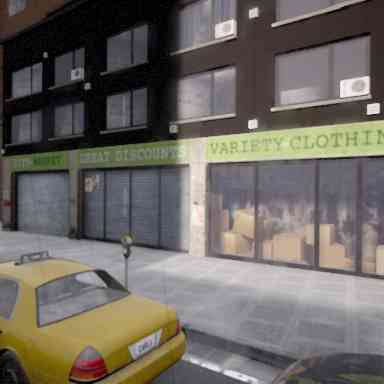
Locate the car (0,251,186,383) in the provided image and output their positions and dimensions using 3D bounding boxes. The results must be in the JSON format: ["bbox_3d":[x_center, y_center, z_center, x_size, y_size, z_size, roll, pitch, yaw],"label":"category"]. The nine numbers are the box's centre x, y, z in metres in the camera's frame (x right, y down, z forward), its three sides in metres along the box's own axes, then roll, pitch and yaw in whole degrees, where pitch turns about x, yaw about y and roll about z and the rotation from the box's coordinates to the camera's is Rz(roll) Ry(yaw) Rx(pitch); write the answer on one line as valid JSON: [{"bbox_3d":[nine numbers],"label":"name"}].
[{"bbox_3d":[-2.372,1.521,4.711,4.829,1.417,1.752,0,1,35],"label":"car"}]

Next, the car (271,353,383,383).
[{"bbox_3d":[2.365,1.552,1.441,4.403,1.369,2.008,0,1,35],"label":"car"}]
